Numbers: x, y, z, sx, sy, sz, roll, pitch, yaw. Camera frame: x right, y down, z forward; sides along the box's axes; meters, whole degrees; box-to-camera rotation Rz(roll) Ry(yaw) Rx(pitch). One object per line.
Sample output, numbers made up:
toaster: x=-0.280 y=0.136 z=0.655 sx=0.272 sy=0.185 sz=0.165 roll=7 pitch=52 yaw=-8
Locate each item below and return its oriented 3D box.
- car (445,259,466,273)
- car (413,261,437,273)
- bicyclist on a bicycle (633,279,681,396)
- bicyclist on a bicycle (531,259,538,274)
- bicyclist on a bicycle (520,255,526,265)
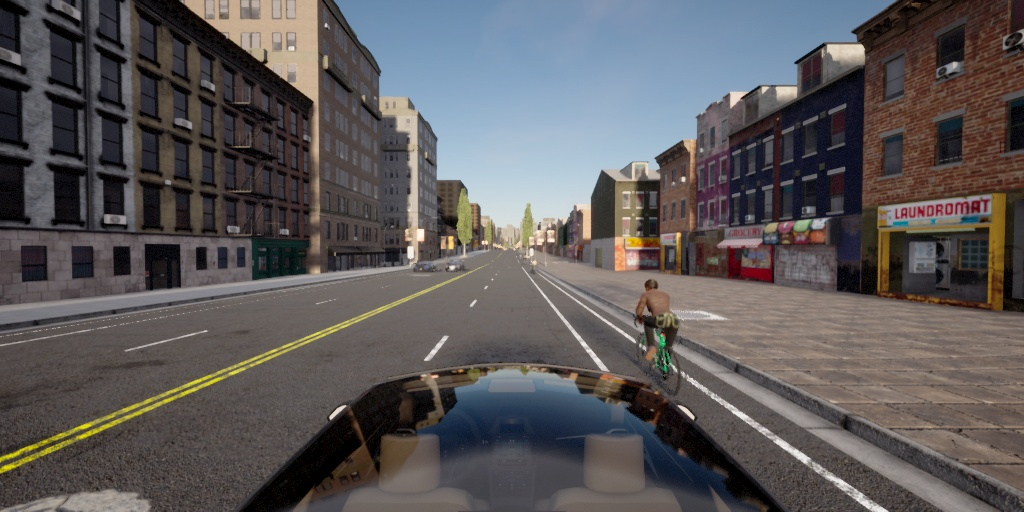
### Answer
car: x=-6.593 y=1.139 z=42.089 sx=2.128 sy=1.511 sz=4.902 roll=0 pitch=0 yaw=0
car: x=-9.845 y=1.219 z=40.734 sx=1.994 sy=1.385 sz=4.181 roll=0 pitch=0 yaw=0
bicyclist on a bicycle: x=2.266 y=1.202 z=5.656 sx=0.582 sy=1.620 sz=1.656 roll=0 pitch=0 yaw=0
bicyclist on a bicycle: x=2.354 y=1.107 z=38.172 sx=0.866 sy=1.612 sz=1.509 roll=0 pitch=0 yaw=-1
bicyclist on a bicycle: x=2.257 y=0.738 z=64.333 sx=0.659 sy=1.776 sz=1.843 roll=0 pitch=2 yaw=0
